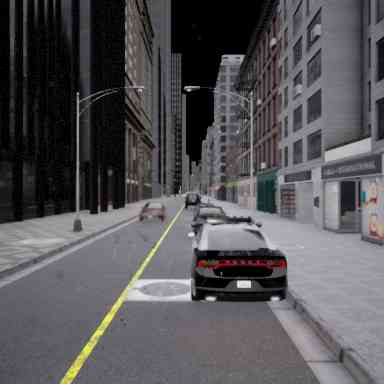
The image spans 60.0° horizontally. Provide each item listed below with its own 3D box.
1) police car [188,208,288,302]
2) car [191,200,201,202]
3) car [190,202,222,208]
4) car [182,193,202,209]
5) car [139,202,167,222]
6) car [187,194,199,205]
[{"bbox_3d":[0.927,1.425,8.451,1.930,1.638,5.238,0,0,0],"label":"police car"},{"bbox_3d":[0.982,1.525,24.341,1.812,1.442,4.674,0,0,0],"label":"car"},{"bbox_3d":[0.960,1.505,18.342,1.837,1.490,4.892,0,0,0],"label":"car"},{"bbox_3d":[0.162,1.209,45.124,2.150,2.045,5.566,0,0,0],"label":"car"},{"bbox_3d":[-2.999,1.524,26.395,1.812,1.442,4.674,0,0,0],"label":"car"},{"bbox_3d":[0.199,1.323,58.842,2.097,1.767,4.553,0,0,0],"label":"car"}]
